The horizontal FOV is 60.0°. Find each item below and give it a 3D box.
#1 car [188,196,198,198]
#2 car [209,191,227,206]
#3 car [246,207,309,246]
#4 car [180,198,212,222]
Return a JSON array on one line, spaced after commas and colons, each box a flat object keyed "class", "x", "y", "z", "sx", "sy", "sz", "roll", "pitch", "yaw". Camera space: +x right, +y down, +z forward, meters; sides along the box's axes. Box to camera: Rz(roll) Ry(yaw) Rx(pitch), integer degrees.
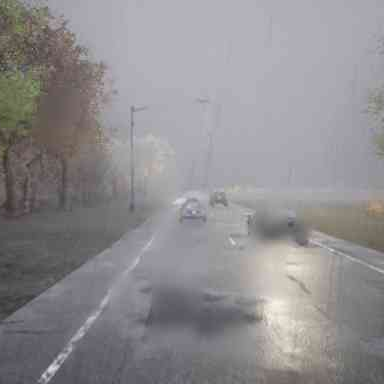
[{"class": "car", "x": 0.118, "y": 1.248, "z": 54.649, "sx": 1.895, "sy": 1.301, "sz": 4.718, "roll": 0, "pitch": 0, "yaw": 0}, {"class": "car", "x": 3.615, "y": 0.925, "z": 46.573, "sx": 2.150, "sy": 2.045, "sz": 5.566, "roll": 0, "pitch": 1, "yaw": 0}, {"class": "car", "x": 3.594, "y": 1.418, "z": 14.650, "sx": 1.837, "sy": 1.490, "sz": 4.892, "roll": 0, "pitch": 1, "yaw": 0}, {"class": "car", "x": 0.107, "y": 1.398, "z": 24.475, "sx": 2.033, "sy": 1.411, "sz": 5.357, "roll": 0, "pitch": 0, "yaw": 0}]
